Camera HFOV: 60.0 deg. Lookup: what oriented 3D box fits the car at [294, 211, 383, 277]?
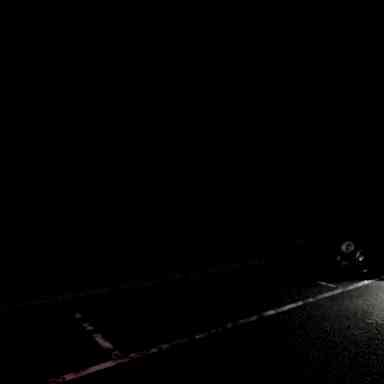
[{"bbox_3d":[4.943,1.411,10.118,4.097,1.590,1.967,0,0,-36],"label":"car"}]
